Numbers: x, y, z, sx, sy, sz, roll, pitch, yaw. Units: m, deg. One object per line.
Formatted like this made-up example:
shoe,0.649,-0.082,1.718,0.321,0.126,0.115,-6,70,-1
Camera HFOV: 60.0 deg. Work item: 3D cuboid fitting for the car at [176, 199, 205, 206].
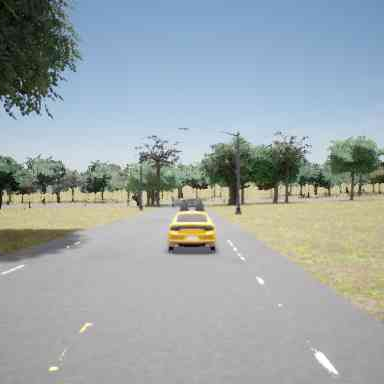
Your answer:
car,0.001,1.642,29.727,2.150,2.045,5.566,0,-1,0

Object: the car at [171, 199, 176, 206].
car,-3.498,2.633,76.805,2.150,2.045,5.566,0,-1,0

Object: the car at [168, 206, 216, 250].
car,0.001,1.575,14.672,1.882,1.535,5.008,0,-1,0
